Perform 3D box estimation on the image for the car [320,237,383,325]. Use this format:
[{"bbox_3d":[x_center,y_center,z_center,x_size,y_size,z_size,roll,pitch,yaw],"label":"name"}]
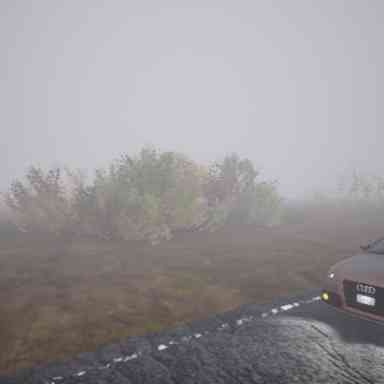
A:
[{"bbox_3d":[4.376,1.499,6.351,4.181,1.385,1.994,-1,0,-34],"label":"car"}]
